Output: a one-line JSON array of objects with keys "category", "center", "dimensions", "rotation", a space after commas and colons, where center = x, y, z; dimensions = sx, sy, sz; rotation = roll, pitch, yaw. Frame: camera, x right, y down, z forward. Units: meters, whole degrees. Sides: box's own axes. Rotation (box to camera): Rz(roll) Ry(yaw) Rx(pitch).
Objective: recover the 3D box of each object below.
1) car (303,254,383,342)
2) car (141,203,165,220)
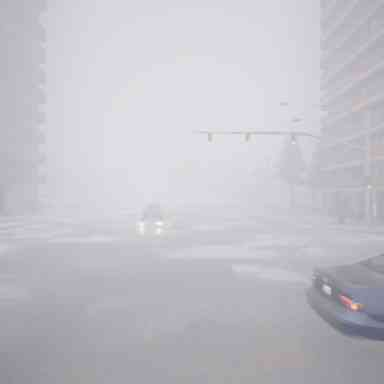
[{"category": "car", "center": [4.663, 1.606, 5.342], "dimensions": [5.357, 1.411, 2.033], "rotation": [0, -1, 0]}, {"category": "car", "center": [-3.597, 1.840, 31.443], "dimensions": [1.837, 1.490, 4.892], "rotation": [0, -1, 0]}]
